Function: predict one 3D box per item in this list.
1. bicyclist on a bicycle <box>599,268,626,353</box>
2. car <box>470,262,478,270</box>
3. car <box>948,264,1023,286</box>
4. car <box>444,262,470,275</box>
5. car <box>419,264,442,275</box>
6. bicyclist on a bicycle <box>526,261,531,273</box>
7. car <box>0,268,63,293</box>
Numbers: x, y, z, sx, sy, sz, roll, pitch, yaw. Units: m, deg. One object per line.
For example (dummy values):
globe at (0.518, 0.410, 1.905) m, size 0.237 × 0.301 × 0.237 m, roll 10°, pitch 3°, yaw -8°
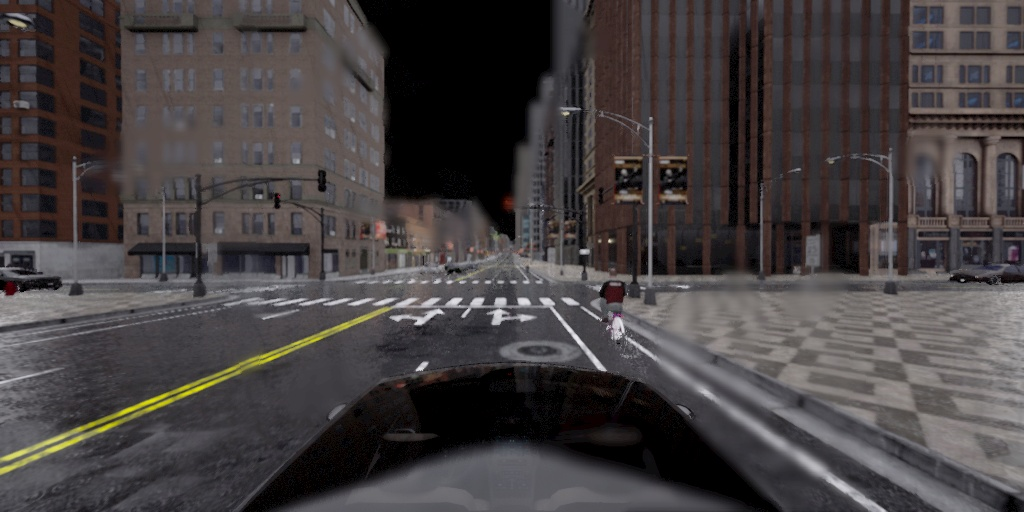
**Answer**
bicyclist on a bicycle at (2.230, 1.159, 8.114) m, size 0.659 × 1.776 × 1.843 m, roll 0°, pitch 0°, yaw 0°
car at (-6.778, 1.707, 60.571) m, size 1.994 × 1.385 × 4.181 m, roll 0°, pitch 0°, yaw 0°
car at (33.422, 1.267, 24.519) m, size 5.357 × 1.411 × 2.033 m, roll 0°, pitch 1°, yaw 0°
car at (-6.752, 1.634, 44.102) m, size 1.895 × 1.301 × 4.718 m, roll 0°, pitch 0°, yaw 0°
car at (-10.001, 1.634, 44.085) m, size 1.895 × 1.301 × 4.718 m, roll 0°, pitch 0°, yaw 0°
bicyclist on a bicycle at (2.066, 1.490, 47.145) m, size 0.866 × 1.612 × 1.509 m, roll 0°, pitch 0°, yaw 0°
car at (-31.106, 1.477, 22.232) m, size 5.008 × 1.535 × 1.882 m, roll 0°, pitch 1°, yaw 0°
